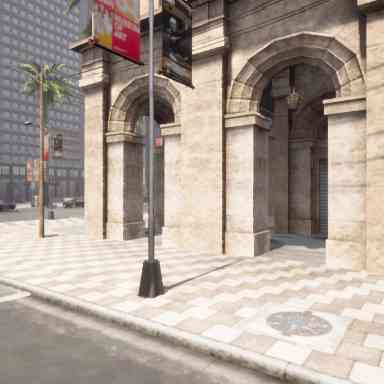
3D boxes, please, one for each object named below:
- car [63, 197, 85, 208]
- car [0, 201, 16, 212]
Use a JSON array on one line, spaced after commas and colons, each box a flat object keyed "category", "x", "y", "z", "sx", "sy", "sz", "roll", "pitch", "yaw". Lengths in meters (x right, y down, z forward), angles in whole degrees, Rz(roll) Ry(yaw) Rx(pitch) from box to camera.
[{"category": "car", "x": -16.562, "y": 1.513, "z": 48.769, "sx": 2.161, "sy": 1.482, "sz": 4.786, "roll": 0, "pitch": 0, "yaw": 35}, {"category": "car", "x": -21.874, "y": 1.601, "z": 36.069, "sx": 1.895, "sy": 1.301, "sz": 4.718, "roll": 0, "pitch": 0, "yaw": 36}]
